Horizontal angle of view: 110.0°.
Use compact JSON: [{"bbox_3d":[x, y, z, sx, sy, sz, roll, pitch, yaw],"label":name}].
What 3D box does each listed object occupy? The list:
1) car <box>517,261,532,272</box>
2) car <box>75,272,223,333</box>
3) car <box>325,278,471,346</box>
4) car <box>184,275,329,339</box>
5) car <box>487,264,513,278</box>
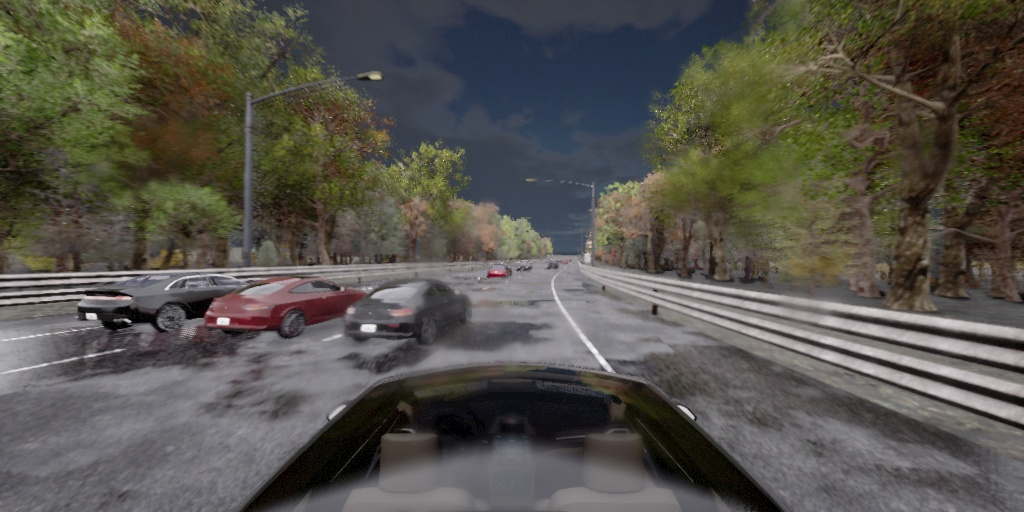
[{"bbox_3d":[1.971,1.722,54.516,1.895,1.301,4.718,1,0,10],"label":"car"},{"bbox_3d":[-9.378,1.219,10.749,2.128,1.511,4.902,1,0,10],"label":"car"},{"bbox_3d":[-2.491,1.318,9.519,1.812,1.442,4.674,0,0,10],"label":"car"},{"bbox_3d":[-5.932,1.290,10.134,1.812,1.442,4.674,1,0,10],"label":"car"},{"bbox_3d":[-1.191,1.545,36.759,1.994,1.385,4.181,0,0,10],"label":"car"}]
